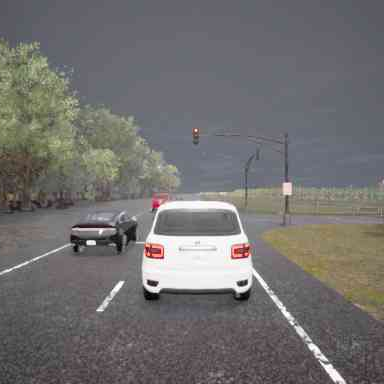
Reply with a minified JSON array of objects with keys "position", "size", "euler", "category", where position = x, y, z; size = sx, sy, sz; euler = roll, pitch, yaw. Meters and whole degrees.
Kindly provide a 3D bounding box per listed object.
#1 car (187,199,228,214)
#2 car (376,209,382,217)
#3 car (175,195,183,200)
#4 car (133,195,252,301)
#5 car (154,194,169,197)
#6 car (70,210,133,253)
[{"position":[1.688,1.555,37.808],"size":[2.033,1.411,5.357],"euler":[0,0,-31],"category":"car"},{"position":[20.199,1.879,31.507],"size":[4.718,1.301,1.895],"euler":[1,-1,0],"category":"car"},{"position":[-3.495,1.553,92.467],"size":[1.994,1.385,4.181],"euler":[0,0,0],"category":"car"},{"position":[0.102,1.224,8.493],"size":[2.150,2.045,5.566],"euler":[0,0,0],"category":"car"},{"position":[-3.397,1.231,38.984],"size":[2.150,2.045,5.566],"euler":[0,0,0],"category":"car"},{"position":[-3.398,1.495,13.638],"size":[2.128,1.511,4.902],"euler":[0,0,0],"category":"car"}]
